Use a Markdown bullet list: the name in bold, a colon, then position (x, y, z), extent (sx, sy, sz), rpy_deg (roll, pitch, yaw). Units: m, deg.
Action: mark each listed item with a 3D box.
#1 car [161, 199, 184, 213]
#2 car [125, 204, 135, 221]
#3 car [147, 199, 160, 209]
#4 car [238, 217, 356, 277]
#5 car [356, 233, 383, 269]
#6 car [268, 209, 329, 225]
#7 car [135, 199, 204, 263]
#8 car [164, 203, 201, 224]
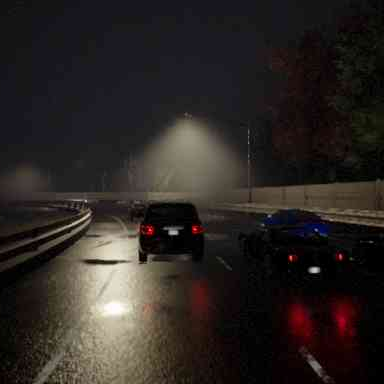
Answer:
- **car**: position (-2.833, 1.869, 46.513), extent (2.097, 1.767, 4.553), rpy_deg (0, -1, -19)
- **car**: position (-5.036, 1.859, 30.849), extent (1.837, 1.490, 4.892), rpy_deg (0, -1, -17)
- **car**: position (-7.189, 2.172, 61.435), extent (1.882, 1.535, 5.008), rpy_deg (0, -1, -12)
- **car**: position (2.866, 1.709, 10.632), extent (1.895, 1.301, 4.718), rpy_deg (0, -1, -6)
- **car**: position (6.389, 1.647, 9.338), extent (1.994, 1.385, 4.181), rpy_deg (0, -1, -6)
- **car**: position (5.328, 1.657, 17.889), extent (1.882, 1.535, 5.008), rpy_deg (0, -1, -10)
- **car**: position (-0.936, 1.366, 12.856), extent (2.150, 2.045, 5.566), rpy_deg (0, -1, -8)
- **car**: position (-0.939, 1.816, 29.378), extent (2.128, 1.511, 4.902), rpy_deg (0, -1, -16)
